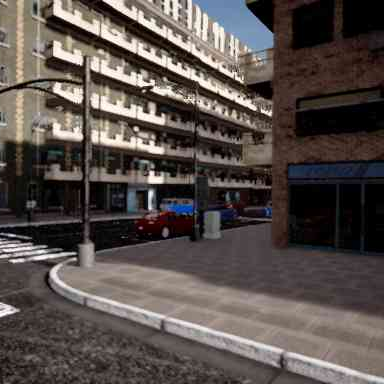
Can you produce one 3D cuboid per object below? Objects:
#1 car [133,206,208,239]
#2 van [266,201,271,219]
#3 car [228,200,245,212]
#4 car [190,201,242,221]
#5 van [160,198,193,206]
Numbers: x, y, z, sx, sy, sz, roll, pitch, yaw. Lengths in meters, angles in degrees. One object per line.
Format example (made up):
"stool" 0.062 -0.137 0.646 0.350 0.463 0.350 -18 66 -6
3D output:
"car" -1.290 1.704 18.559 1.887 1.381 4.507 0 -1 36
"van" 8.619 1.684 32.441 1.690 1.788 3.998 0 -1 36
"car" 5.096 1.741 41.946 1.967 1.590 4.097 0 -1 36
"car" 2.124 1.755 27.963 1.812 1.442 4.674 1 0 36
"van" -1.486 1.518 32.677 1.690 1.788 3.998 0 -1 36
